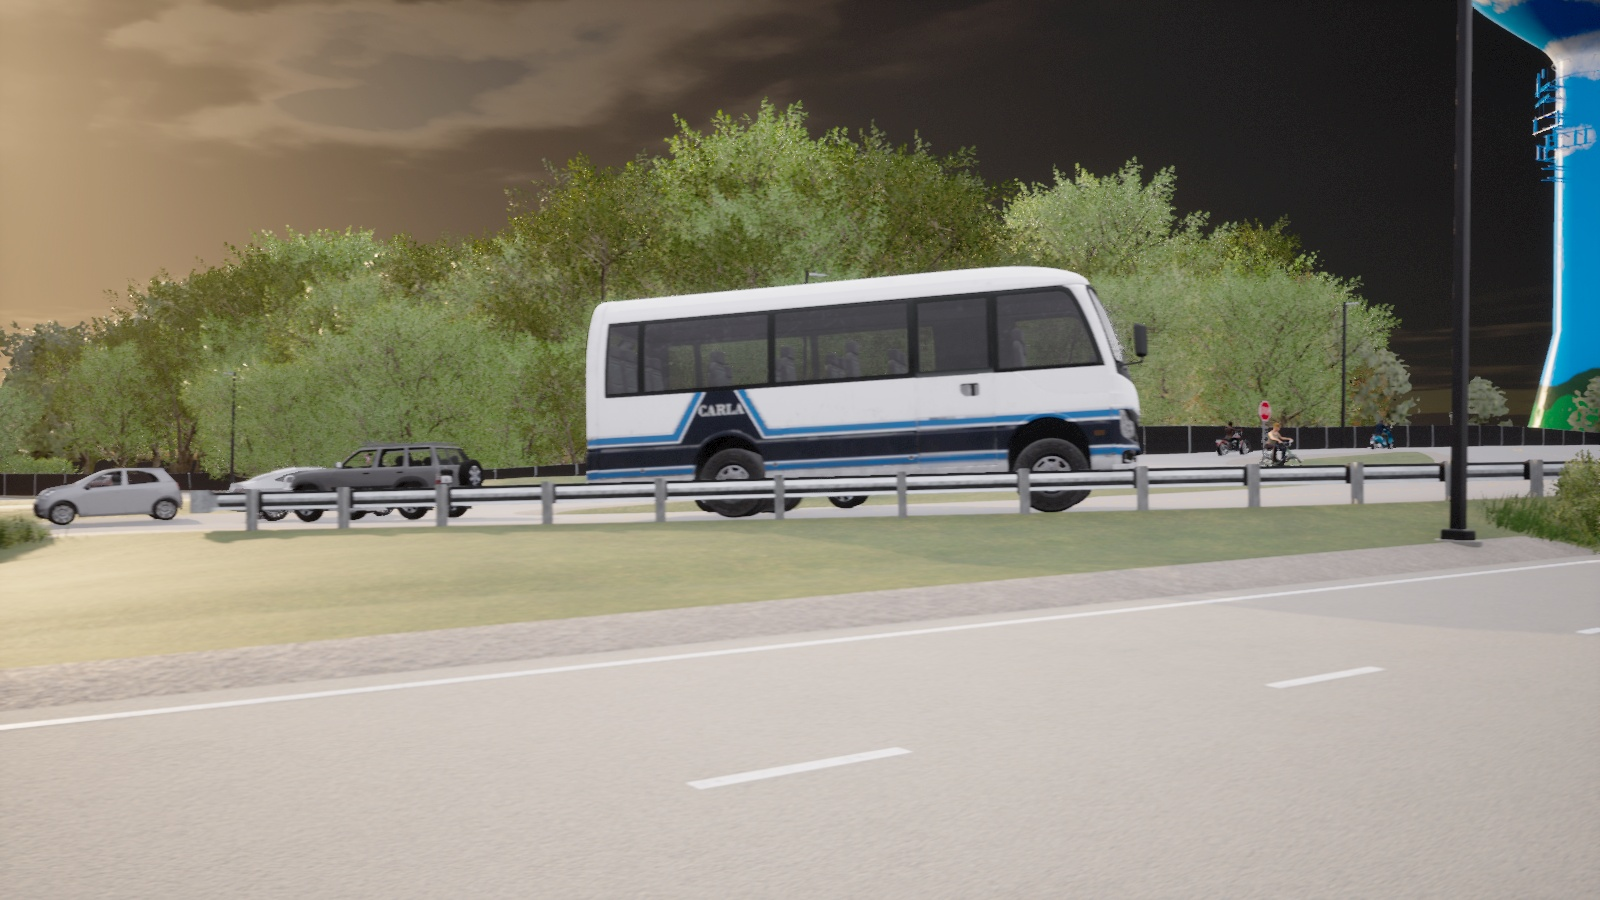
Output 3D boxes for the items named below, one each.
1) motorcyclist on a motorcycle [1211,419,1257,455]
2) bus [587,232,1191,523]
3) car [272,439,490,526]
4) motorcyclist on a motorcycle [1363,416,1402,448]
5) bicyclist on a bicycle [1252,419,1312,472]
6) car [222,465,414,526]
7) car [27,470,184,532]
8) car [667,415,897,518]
[{"bbox_3d":[20.350,-0.616,58.858,2.350,1.649,0.766,-2,1,-34],"label":"motorcyclist on a motorcycle"},{"bbox_3d":[1.692,-0.993,23.224,10.273,4.253,3.944,-3,-3,16],"label":"bus"},{"bbox_3d":[-9.909,0.788,29.759,4.605,1.855,1.932,-2,-2,18],"label":"car"},{"bbox_3d":[30.206,-0.924,65.095,1.817,1.590,0.866,-1,0,-28],"label":"motorcyclist on a motorcycle"},{"bbox_3d":[15.394,-0.138,40.130,0.866,1.612,1.509,-2,1,-37],"label":"bicyclist on a bicycle"},{"bbox_3d":[-13.364,1.229,34.955,4.674,1.442,1.812,-2,0,-33],"label":"car"},{"bbox_3d":[-19.307,1.371,34.942,3.633,1.501,1.845,-2,1,-35],"label":"car"},{"bbox_3d":[-0.330,0.374,27.189,4.605,1.855,1.932,-4,-2,8],"label":"car"}]
